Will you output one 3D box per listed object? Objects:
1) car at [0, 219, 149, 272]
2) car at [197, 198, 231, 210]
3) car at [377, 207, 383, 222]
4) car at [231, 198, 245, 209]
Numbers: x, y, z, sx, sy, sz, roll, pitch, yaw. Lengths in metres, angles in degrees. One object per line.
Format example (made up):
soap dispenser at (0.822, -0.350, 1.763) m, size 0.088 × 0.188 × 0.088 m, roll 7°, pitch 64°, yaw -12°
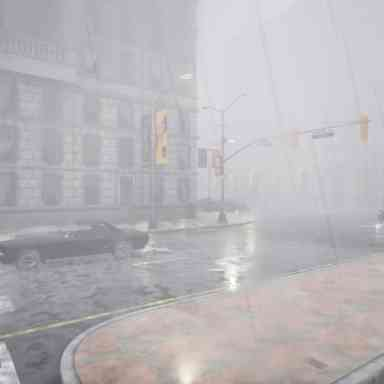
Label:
car at (-3.918, 1.601, 11.024) m, size 4.718 × 1.301 × 1.895 m, roll 0°, pitch 0°, yaw -35°
car at (2.205, 1.491, 42.583) m, size 2.128 × 1.511 × 4.902 m, roll 0°, pitch 0°, yaw -36°
car at (15.912, 1.504, 25.147) m, size 4.892 × 1.490 × 1.837 m, roll 0°, pitch 0°, yaw -35°
car at (5.068, 1.526, 44.597) m, size 1.812 × 1.442 × 4.674 m, roll 0°, pitch 0°, yaw -36°
